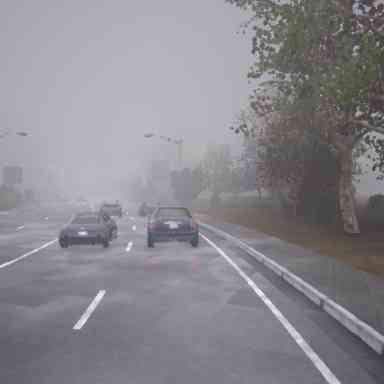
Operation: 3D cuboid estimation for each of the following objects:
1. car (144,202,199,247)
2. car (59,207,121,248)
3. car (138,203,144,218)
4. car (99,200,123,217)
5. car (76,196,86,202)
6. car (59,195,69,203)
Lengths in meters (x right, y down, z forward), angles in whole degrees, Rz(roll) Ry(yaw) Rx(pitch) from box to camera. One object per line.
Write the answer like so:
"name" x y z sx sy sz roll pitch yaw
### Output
"car" -1.001 1.365 15.251 2.097 1.767 4.553 0 0 -7
"car" -4.476 1.568 14.832 1.994 1.385 4.181 0 0 -7
"car" -3.859 1.615 30.591 1.895 1.301 4.718 0 0 -13
"car" -7.257 1.488 29.753 2.128 1.511 4.902 0 0 -13
"car" -24.254 1.548 72.868 1.994 1.385 4.181 0 0 -18
"car" -27.578 1.466 71.773 1.882 1.535 5.008 0 0 -18
